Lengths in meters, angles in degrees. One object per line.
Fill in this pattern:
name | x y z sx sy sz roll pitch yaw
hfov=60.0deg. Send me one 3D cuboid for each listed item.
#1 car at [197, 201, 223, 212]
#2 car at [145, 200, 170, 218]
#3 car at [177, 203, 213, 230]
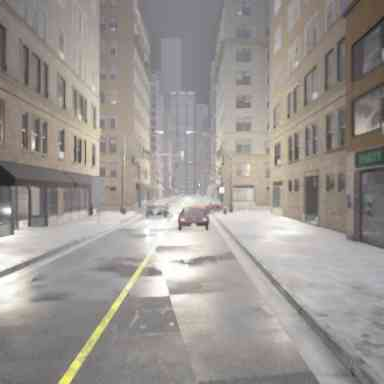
car | 1.671 1.547 34.544 1.895 1.301 4.718 0 0 26
car | -3.011 1.449 29.912 2.128 1.511 4.902 0 0 0
car | 0.092 1.572 20.920 1.895 1.301 4.718 0 0 0
